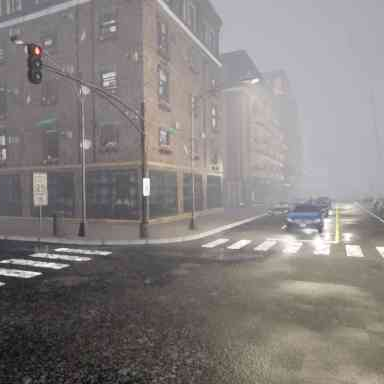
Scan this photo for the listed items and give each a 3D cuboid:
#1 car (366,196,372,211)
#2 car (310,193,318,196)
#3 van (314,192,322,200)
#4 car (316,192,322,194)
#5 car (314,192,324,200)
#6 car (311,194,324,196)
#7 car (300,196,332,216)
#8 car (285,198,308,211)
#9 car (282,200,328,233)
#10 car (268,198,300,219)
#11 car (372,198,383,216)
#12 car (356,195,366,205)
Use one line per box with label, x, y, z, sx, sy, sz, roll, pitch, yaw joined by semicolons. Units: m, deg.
car;19.693;1.331;34.691;2.008;1.369;4.403;-1;0;24
car;18.774;1.310;53.539;1.752;1.417;4.829;-1;0;24
van;30.229;1.036;79.802;1.690;1.788;3.998;-1;0;24
car;23.395;1.186;64.137;1.967;1.590;4.097;-1;0;24
car;32.506;0.994;85.021;2.192;1.841;5.009;-1;0;24
car;15.822;1.290;40.249;1.882;1.535;5.008;0;0;24
car;10.758;1.353;28.598;2.128;1.511;4.902;0;0;24
car;12.008;1.397;38.031;2.008;1.369;4.403;-1;0;24
car;6.592;1.430;19.118;1.812;1.442;4.674;0;0;24
car;7.451;1.442;27.588;2.008;1.369;4.403;-1;0;24
car;17.415;1.385;29.469;1.802;1.307;4.206;-1;0;24
car;26.528;1.269;50.355;2.008;1.369;4.403;-1;0;24
